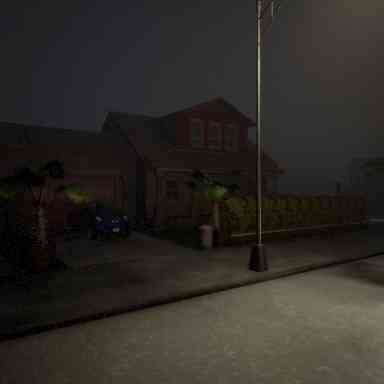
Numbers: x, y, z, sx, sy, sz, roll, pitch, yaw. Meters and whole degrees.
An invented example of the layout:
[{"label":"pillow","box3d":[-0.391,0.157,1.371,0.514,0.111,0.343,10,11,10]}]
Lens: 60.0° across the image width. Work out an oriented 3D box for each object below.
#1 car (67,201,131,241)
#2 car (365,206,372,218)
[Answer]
[{"label":"car","box3d":[-4.112,1.174,14.537,1.845,1.501,3.633,0,0,-38]},{"label":"car","box3d":[12.764,1.352,28.334,2.097,1.767,4.553,0,0,-36]}]
